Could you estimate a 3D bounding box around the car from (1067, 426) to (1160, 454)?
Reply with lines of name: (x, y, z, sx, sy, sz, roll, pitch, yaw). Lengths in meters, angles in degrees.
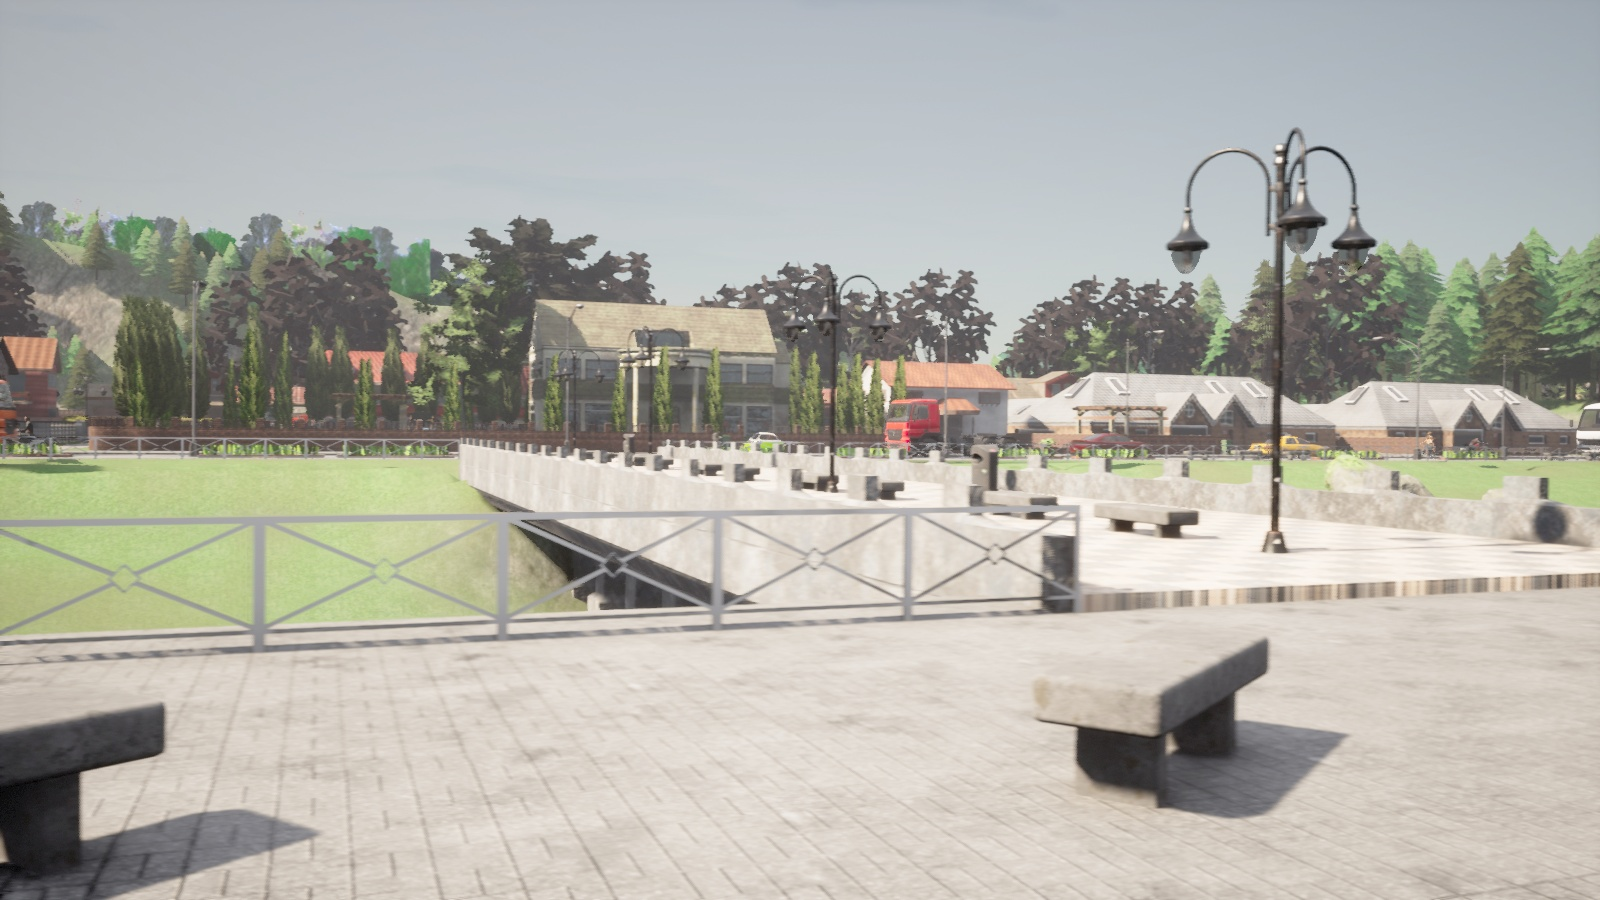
car: (18.061, -0.596, 72.318, 5.008, 1.535, 1.882, -1, 1, -21)

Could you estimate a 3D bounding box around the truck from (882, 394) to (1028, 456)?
truck: (9.036, -1.472, 73.161, 7.936, 3.462, 2.891, -1, 1, -21)

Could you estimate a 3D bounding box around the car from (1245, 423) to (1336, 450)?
car: (30.010, -0.838, 76.851, 5.366, 1.575, 1.801, -1, 1, -21)

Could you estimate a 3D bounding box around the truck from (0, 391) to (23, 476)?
truck: (-36.806, -0.624, 51.491, 7.936, 3.462, 2.891, -1, 1, -21)

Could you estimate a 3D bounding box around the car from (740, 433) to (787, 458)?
car: (-1.994, -0.248, 68.988, 2.207, 1.376, 1.481, -1, 1, -21)
